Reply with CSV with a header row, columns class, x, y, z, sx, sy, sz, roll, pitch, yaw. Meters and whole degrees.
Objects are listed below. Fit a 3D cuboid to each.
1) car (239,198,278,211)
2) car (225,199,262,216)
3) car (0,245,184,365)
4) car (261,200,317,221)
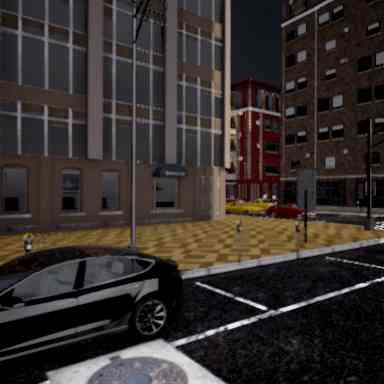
class,x,y,z,sx,sy,sz,roll,pitch,yaw
car,8.062,1.511,40.923,1.752,1.417,4.829,0,0,-36
car,4.751,1.475,31.161,1.752,1.417,4.829,1,0,-36
car,-2.129,1.566,5.036,4.313,1.339,1.947,0,0,-36
car,7.951,1.542,26.697,1.802,1.307,4.206,1,0,-36
